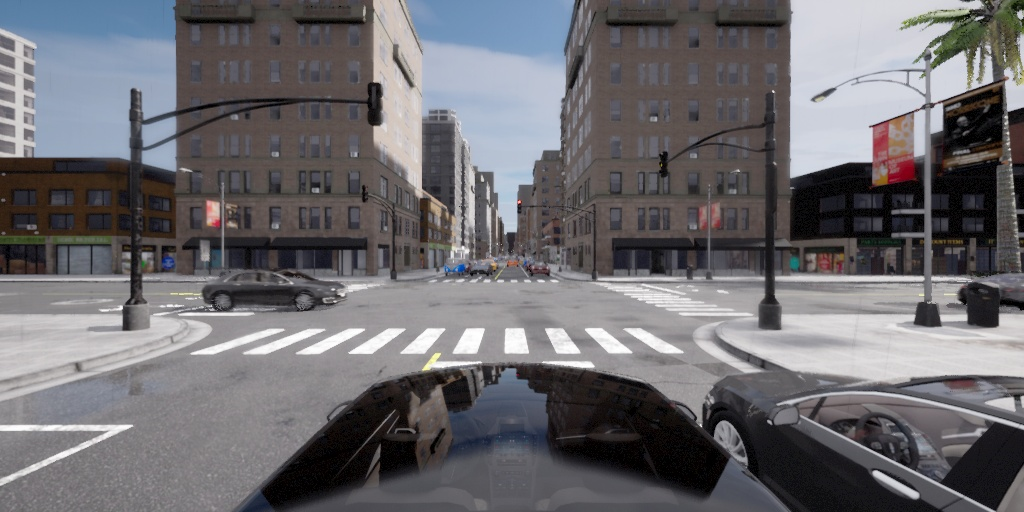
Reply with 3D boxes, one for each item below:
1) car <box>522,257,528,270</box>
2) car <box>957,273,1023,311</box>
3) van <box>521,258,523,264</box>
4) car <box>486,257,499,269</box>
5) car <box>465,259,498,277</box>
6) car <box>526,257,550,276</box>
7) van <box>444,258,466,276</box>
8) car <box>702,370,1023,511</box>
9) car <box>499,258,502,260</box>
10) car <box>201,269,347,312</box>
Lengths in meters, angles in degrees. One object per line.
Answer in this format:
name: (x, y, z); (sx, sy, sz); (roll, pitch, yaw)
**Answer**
car: (2.755, 1.189, 47.717); (1.967, 1.591, 4.097); (0, 0, 0)
car: (20.146, 1.351, 13.835); (4.181, 1.385, 1.994); (0, 0, 0)
van: (2.779, 1.089, 59.056); (1.690, 1.789, 3.998); (0, 0, 0)
car: (-3.016, 1.227, 46.287); (1.882, 1.535, 5.008); (0, 0, 0)
car: (-3.009, 1.296, 36.585); (2.033, 1.411, 5.357); (0, 0, 4)
car: (2.732, 1.189, 36.379); (1.967, 1.591, 4.097); (0, 0, 0)
van: (-5.794, 1.090, 36.395); (1.690, 1.789, 3.998); (0, 0, 0)
car: (2.668, 1.300, 1.729); (2.007, 1.370, 4.403); (0, 0, 0)
car: (-2.987, 1.349, 56.206); (1.895, 1.301, 4.718); (0, 0, 0)
car: (-8.869, 1.246, 13.612); (4.892, 1.490, 1.837); (0, 0, 0)
